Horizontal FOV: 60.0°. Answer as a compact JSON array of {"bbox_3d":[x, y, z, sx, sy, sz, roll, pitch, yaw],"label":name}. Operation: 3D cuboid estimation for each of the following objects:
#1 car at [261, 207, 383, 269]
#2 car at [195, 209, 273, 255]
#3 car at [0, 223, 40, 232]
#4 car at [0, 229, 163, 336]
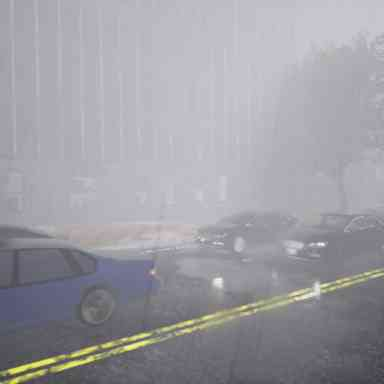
[{"bbox_3d":[4.894,1.456,11.069,4.902,1.511,2.128,0,0,-35],"label":"car"},{"bbox_3d":[2.374,1.462,13.273,4.892,1.490,1.837,0,0,-35],"label":"car"},{"bbox_3d":[-5.254,1.500,7.933,4.674,1.442,1.812,0,0,-36],"label":"car"},{"bbox_3d":[-3.135,1.530,5.458,5.357,1.411,2.033,0,0,-35],"label":"car"}]
